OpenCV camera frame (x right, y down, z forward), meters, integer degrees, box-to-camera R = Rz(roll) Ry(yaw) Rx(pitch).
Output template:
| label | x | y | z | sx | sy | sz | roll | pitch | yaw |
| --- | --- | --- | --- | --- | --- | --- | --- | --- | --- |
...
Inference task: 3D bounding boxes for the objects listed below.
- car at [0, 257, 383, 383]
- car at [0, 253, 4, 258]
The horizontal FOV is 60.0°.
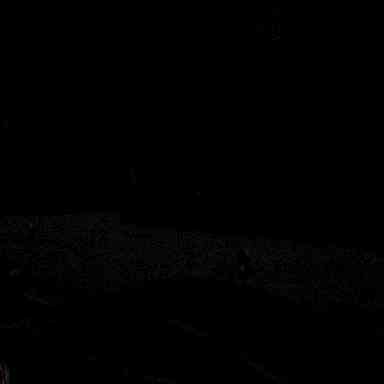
| label | x | y | z | sx | sy | sz | roll | pitch | yaw |
| --- | --- | --- | --- | --- | --- | --- | --- | --- | --- |
| car | -0.321 | 1.543 | 3.201 | 4.313 | 1.339 | 1.947 | 1 | 0 | 36 |
| car | -4.902 | 1.495 | 6.483 | 4.206 | 1.307 | 1.802 | 1 | 0 | 36 |
